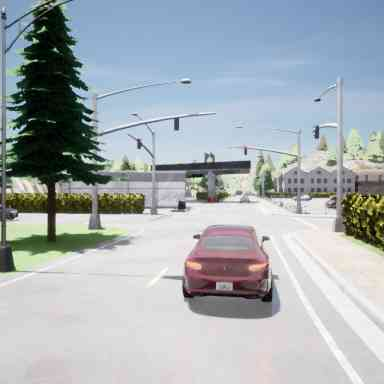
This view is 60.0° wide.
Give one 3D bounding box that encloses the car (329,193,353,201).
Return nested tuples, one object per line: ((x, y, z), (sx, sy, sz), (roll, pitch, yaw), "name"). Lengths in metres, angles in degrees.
((33.283, 1.097, 74.555), (4.605, 1.855, 1.932), (0, 0, 9), "car")

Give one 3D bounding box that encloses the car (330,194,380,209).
((19.084, 1.340, 38.922), (4.514, 1.523, 2.007), (0, 0, 9), "car")

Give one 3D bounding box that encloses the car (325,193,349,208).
((19.529, 1.330, 42.028), (5.027, 1.636, 2.152), (0, 0, 9), "car")

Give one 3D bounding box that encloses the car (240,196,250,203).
((10.849, 1.526, 68.068), (1.812, 1.442, 4.674), (0, 0, 10), "car")

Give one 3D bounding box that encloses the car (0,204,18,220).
((-16.208, 1.492, 26.272), (4.902, 1.511, 2.128), (0, 0, 9), "car")

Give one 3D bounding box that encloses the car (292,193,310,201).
((24.904, 1.361, 75.861), (3.806, 1.475, 1.970), (0, 0, 9), "car")

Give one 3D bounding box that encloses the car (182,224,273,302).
((0.940, 1.526, 8.241), (1.812, 1.442, 4.674), (0, 0, 9), "car")

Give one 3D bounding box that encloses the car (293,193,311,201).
((26.034, 1.077, 79.047), (3.866, 1.878, 1.905), (0, 0, 9), "car")
